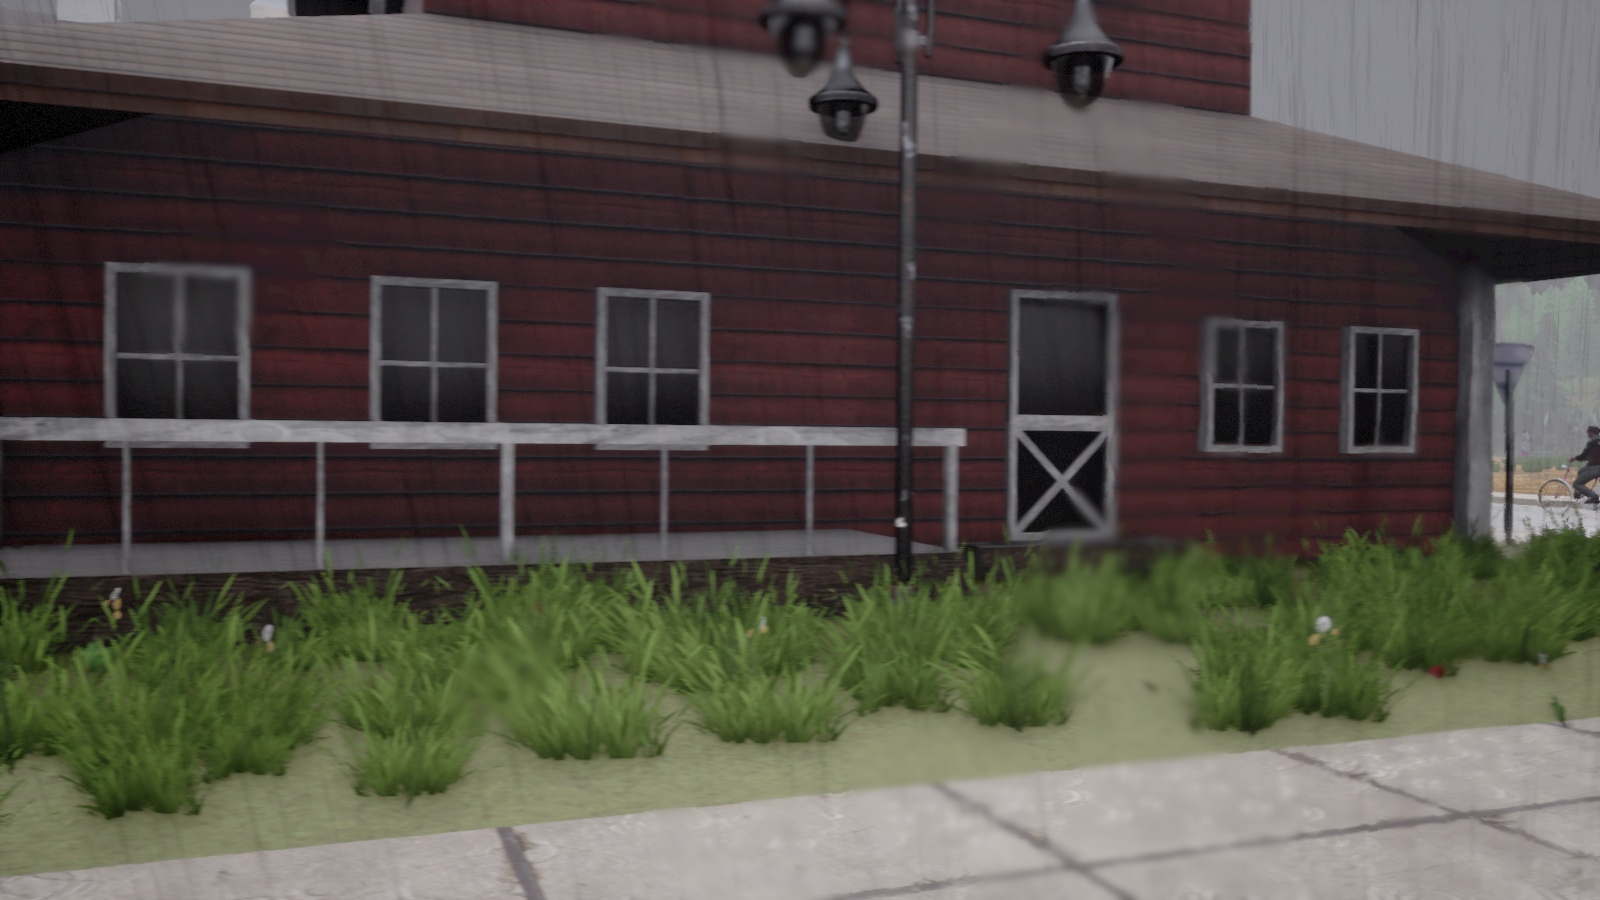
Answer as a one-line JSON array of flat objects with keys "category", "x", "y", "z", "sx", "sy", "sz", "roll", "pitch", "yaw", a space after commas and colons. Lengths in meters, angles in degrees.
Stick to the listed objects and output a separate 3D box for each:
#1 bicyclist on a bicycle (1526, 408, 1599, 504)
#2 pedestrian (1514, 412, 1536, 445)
[{"category": "bicyclist on a bicycle", "x": 14.969, "y": 0.096, "z": 24.029, "sx": 0.659, "sy": 1.776, "sz": 1.843, "roll": -1, "pitch": 1, "yaw": -22}, {"category": "pedestrian", "x": 43.076, "y": -1.253, "z": 74.612, "sx": 0.873, "sy": 1.952, "sz": 0.659, "roll": -1, "pitch": 1, "yaw": -4}]
